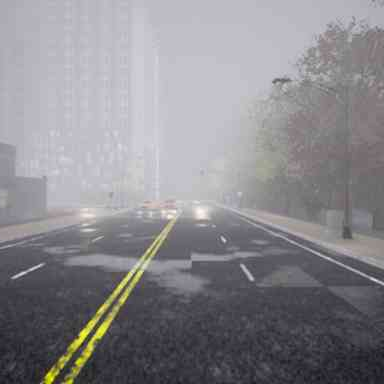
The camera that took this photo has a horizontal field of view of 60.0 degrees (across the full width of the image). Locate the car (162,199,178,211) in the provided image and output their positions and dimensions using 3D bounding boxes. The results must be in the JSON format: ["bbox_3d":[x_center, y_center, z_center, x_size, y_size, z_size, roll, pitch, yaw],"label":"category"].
[{"bbox_3d":[-3.304,1.839,49.962,2.097,1.767,4.553,0,0,0],"label":"car"}]

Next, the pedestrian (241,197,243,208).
[{"bbox_3d":[7.978,1.660,53.353,0.375,1.860,0.375,0,0,0],"label":"pedestrian"}]

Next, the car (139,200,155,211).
[{"bbox_3d":[-6.561,1.955,48.843,1.882,1.535,5.008,0,-1,0],"label":"car"}]

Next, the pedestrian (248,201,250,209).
[{"bbox_3d":[8.978,2.029,52.153,0.500,1.100,0.500,0,0,0],"label":"pedestrian"}]

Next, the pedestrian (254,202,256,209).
[{"bbox_3d":[9.978,2.089,52.754,0.375,1.300,0.375,0,0,0],"label":"pedestrian"}]
